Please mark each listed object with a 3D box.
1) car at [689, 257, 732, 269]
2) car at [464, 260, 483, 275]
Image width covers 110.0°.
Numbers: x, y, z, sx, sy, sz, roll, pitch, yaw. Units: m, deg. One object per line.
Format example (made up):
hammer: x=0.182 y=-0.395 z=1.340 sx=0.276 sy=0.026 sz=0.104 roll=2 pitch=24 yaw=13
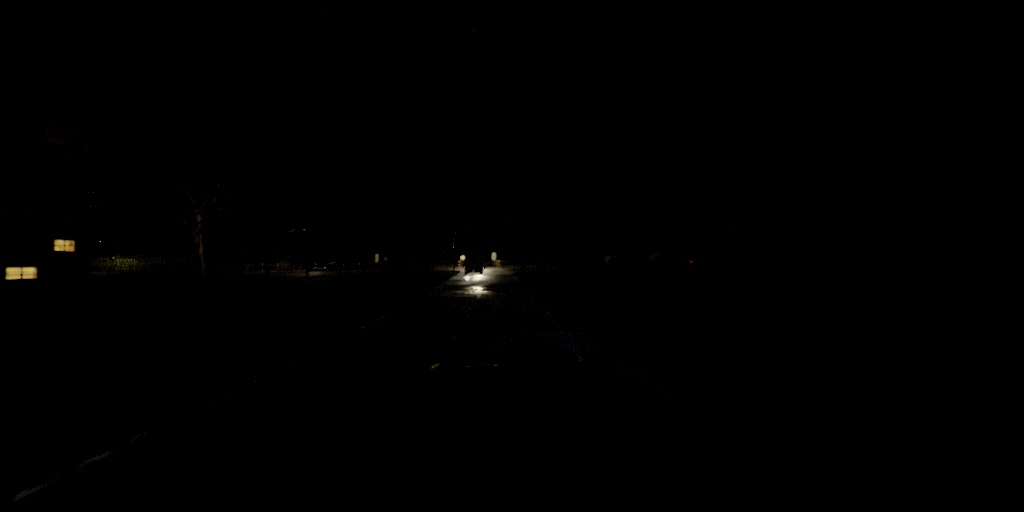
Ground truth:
car: x=26.008 y=0.901 z=47.114 sx=4.892 sy=1.490 sz=1.837 roll=-1 pitch=-1 yaw=17
car: x=-4.331 y=1.419 z=40.729 sx=1.994 sy=1.385 sz=4.181 roll=0 pitch=0 yaw=-4
